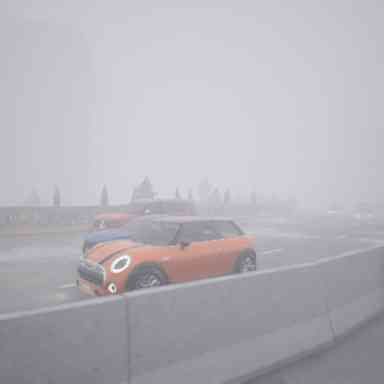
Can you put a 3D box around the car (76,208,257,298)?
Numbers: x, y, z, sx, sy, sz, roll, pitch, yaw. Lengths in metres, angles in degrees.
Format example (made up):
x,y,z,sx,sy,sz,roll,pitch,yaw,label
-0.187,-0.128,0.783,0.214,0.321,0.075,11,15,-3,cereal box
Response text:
x,y,z,sx,sy,sz,roll,pitch,yaw,label
-0.452,1.434,8.333,4.553,1.767,2.097,1,-1,-40,car

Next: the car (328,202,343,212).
x,y,z,sx,sy,sz,roll,pitch,yaw,label
22.297,2.298,51.753,1.994,1.385,4.181,0,-1,20,car

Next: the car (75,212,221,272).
x,y,z,sx,sy,sz,roll,pitch,yaw,label
-1.390,1.590,12.052,5.008,1.535,1.882,1,-1,-41,car

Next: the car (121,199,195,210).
x,y,z,sx,sy,sz,roll,pitch,yaw,label
-2.094,1.369,16.005,5.566,2.045,2.150,1,-1,-41,car

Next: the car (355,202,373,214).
x,y,z,sx,sy,sz,roll,pitch,yaw,label
23.727,2.190,45.902,1.837,1.490,4.892,0,-1,23,car
